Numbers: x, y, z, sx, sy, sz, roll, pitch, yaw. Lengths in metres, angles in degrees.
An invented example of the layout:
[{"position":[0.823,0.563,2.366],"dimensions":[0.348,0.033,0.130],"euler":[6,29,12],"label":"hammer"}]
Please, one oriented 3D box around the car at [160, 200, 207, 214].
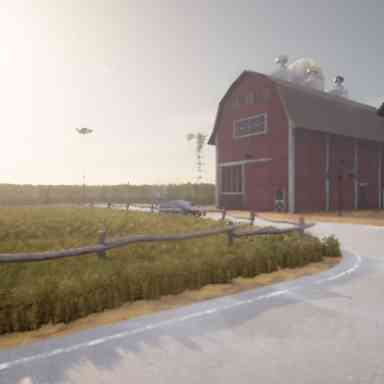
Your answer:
[{"position":[-0.765,1.460,28.133],"dimensions":[1.882,1.535,5.008],"euler":[0,0,-38],"label":"car"}]
